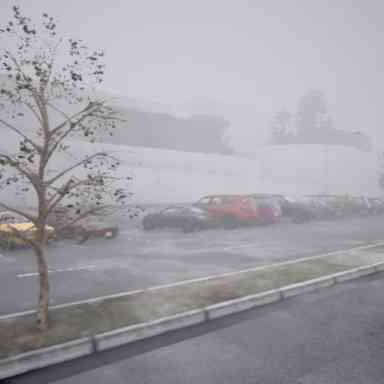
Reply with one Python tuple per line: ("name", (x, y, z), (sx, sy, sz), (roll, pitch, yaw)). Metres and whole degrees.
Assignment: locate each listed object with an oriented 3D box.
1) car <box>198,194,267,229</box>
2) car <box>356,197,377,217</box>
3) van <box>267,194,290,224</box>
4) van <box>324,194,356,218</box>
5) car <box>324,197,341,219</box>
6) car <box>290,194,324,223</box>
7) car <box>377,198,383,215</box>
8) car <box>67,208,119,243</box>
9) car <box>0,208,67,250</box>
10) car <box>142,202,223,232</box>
("car", (1.557, 1.210, 21.422), (5.566, 2.045, 2.435), (-1, 0, 35))
("car", (13.763, 1.237, 30.037), (4.553, 1.767, 2.185), (-1, 0, 35))
("van", (4.115, 1.214, 23.077), (4.442, 1.987, 1.878), (-1, -1, 35))
("van", (11.209, 1.159, 28.391), (4.442, 1.987, 1.878), (-1, 0, 35))
("car", (8.883, 1.404, 26.592), (4.892, 1.521, 2.231), (-1, 0, 35))
("car", (6.472, 1.171, 24.857), (5.566, 2.045, 2.435), (-1, -1, 35))
("car", (16.172, 1.384, 31.780), (4.674, 1.452, 2.002), (-1, 0, 35))
("car", (-5.683, 1.523, 16.200), (4.792, 1.488, 2.163), (-1, -1, 35))
("car", (-7.984, 1.490, 14.385), (5.366, 1.575, 1.946), (-1, -1, 35))
("car", (-0.843, 1.514, 19.673), (4.674, 1.452, 2.002), (-1, 0, 35))
